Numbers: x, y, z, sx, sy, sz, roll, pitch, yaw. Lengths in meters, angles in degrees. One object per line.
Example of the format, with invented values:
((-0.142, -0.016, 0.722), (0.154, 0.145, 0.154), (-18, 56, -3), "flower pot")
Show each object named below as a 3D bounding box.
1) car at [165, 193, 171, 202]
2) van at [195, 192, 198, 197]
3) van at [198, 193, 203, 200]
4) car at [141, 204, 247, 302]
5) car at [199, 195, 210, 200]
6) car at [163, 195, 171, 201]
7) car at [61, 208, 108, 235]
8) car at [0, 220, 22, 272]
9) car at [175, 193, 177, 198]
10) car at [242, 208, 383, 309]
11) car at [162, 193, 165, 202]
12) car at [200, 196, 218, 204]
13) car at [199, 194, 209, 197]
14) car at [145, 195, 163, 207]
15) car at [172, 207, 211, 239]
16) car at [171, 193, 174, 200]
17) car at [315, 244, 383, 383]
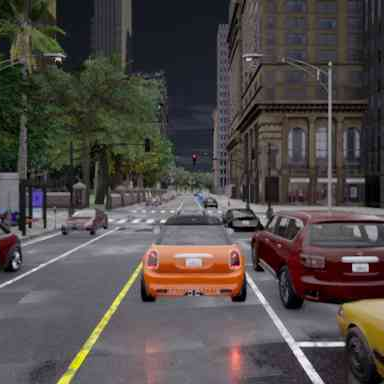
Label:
((-6.116, 1.368, 72.156), (1.967, 1.590, 4.097), (0, 0, 0), "car")
((2.356, 1.250, 83.019), (1.690, 1.788, 3.998), (0, 0, 0), "van")
((2.463, 1.286, 61.338), (1.690, 1.788, 3.998), (0, 0, 0), "van")
((0.036, 1.348, 8.413), (2.097, 1.767, 4.553), (0, 0, 0), "car")
((2.517, 1.524, 50.498), (1.947, 1.339, 4.313), (0, 0, 0), "car")
((-6.168, 1.434, 82.827), (1.752, 1.417, 4.829), (0, 0, 0), "car")
((-5.851, 1.571, 18.617), (1.802, 1.307, 4.206), (0, 0, 0), "car")
((-5.798, 1.436, 7.764), (1.967, 1.590, 4.097), (0, 0, 0), "car")
((-6.223, 1.203, 93.837), (2.192, 1.841, 5.009), (0, 0, 0), "car")
((2.727, 1.311, 7.790), (2.192, 1.841, 5.009), (0, 0, 0), "car")
((-6.035, 1.392, 55.895), (1.967, 1.590, 4.097), (0, 0, 0), "car")
((2.544, 1.530, 45.077), (1.947, 1.339, 4.313), (0, 0, 0), "car")
((2.489, 1.477, 56.088), (1.752, 1.417, 4.829), (0, 0, 0), "car")
((-6.008, 1.509, 50.475), (2.008, 1.369, 4.403), (0, 0, 0), "car")
((-0.024, 1.590, 18.232), (1.895, 1.301, 4.718), (0, 0, 0), "car")
((-6.143, 1.234, 77.577), (2.192, 1.841, 5.009), (0, 0, 0), "car")
((2.754, 1.524, 2.535), (1.752, 1.417, 4.829), (0, 0, 0), "car")
